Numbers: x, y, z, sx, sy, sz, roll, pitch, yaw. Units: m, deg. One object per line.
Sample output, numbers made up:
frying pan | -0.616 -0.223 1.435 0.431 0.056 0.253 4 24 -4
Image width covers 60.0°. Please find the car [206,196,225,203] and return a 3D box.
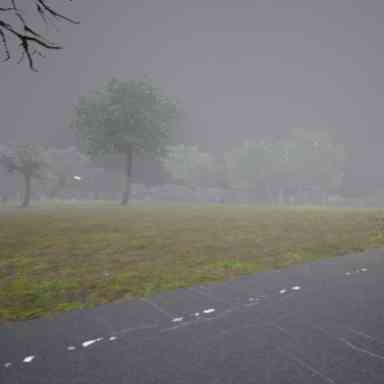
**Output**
car | 4.755 1.588 66.981 1.994 1.385 4.181 3 -2 -35
